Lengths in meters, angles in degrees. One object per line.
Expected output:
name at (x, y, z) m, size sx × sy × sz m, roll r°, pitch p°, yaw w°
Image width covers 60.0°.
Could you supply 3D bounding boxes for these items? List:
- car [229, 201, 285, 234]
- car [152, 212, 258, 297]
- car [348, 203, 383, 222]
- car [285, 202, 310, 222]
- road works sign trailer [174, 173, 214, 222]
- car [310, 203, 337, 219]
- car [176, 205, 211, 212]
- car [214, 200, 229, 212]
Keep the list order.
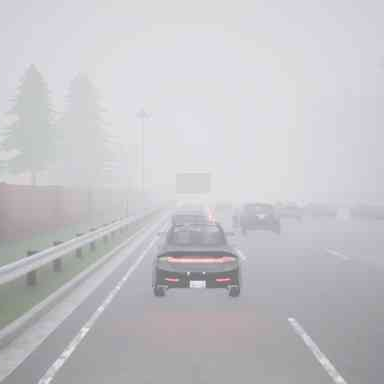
car at (3.612, 1.352, 19.391) m, size 2.097 × 1.767 × 4.553 m, roll 0°, pitch 0°, yaw 0°
car at (0.106, 1.492, 8.571) m, size 2.128 × 1.511 × 4.902 m, roll 0°, pitch 0°, yaw 0°
car at (14.117, 1.564, 26.304) m, size 1.994 × 1.385 × 4.181 m, roll 0°, pitch 0°, yaw 0°
car at (7.117, 1.492, 26.006) m, size 2.128 × 1.511 × 4.902 m, roll 0°, pitch 0°, yaw 0°
road works sign trailer at (0.077, 0.464, 22.939) m, size 2.380 × 3.560 × 2.880 m, roll 0°, pitch 0°, yaw 0°
car at (10.618, 1.601, 28.650) m, size 1.895 × 1.301 × 4.718 m, roll 0°, pitch 0°, yaw 0°
car at (0.004, 1.474, 19.020) m, size 1.882 × 1.535 × 5.008 m, roll 0°, pitch 0°, yaw 6°
car at (3.625, 1.601, 39.015) m, size 1.895 × 1.301 × 4.718 m, roll 0°, pitch 0°, yaw 0°
